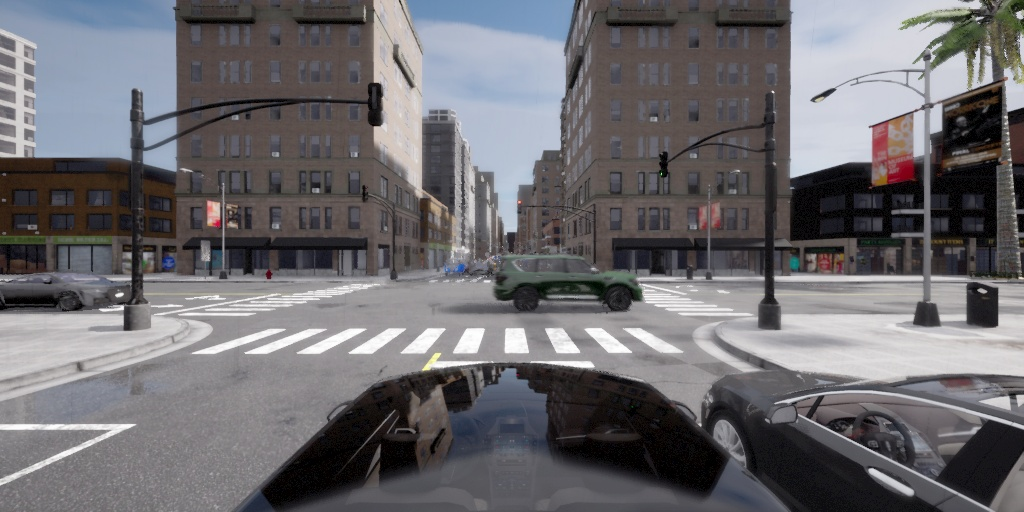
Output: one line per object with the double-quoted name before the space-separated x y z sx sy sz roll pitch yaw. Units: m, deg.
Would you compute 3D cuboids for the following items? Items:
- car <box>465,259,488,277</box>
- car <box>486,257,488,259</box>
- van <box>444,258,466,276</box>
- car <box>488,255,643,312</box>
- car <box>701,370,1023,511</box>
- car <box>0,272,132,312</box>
"car" -2.997 1.300 36.608 2.033 1.411 5.357 0 0 4
"car" -3.001 1.231 46.309 1.882 1.535 5.008 0 0 0
"van" -5.782 1.093 36.418 1.690 1.789 3.998 0 0 0
"car" 2.034 0.978 13.717 5.566 2.045 2.150 0 0 0
"car" 2.668 1.300 1.749 2.007 1.370 4.403 0 0 0
"car" -16.873 1.293 13.580 4.181 1.385 1.994 0 0 0
